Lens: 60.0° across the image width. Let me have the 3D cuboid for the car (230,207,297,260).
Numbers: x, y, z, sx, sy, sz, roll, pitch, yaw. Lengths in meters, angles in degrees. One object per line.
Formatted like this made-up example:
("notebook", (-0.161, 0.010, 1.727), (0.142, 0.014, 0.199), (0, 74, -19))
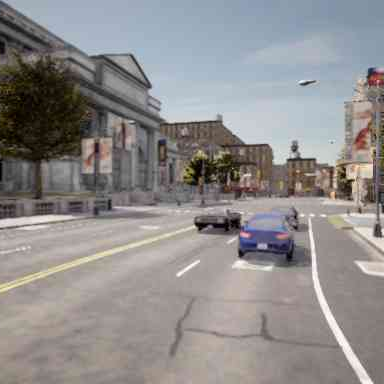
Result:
("car", (2.882, 1.532, 12.521), (1.812, 1.442, 4.674), (1, 0, 18))

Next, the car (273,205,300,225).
("car", (5.960, 1.567, 21.704), (2.033, 1.411, 5.357), (1, 0, 19))

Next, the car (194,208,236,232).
("car", (1.693, 1.585, 20.064), (1.895, 1.301, 4.718), (1, 0, 19))
